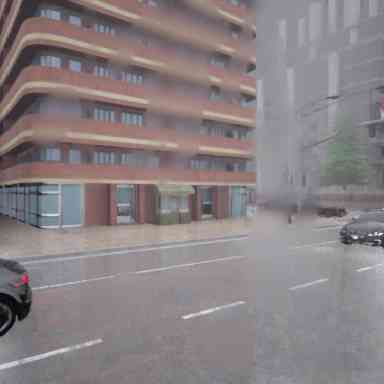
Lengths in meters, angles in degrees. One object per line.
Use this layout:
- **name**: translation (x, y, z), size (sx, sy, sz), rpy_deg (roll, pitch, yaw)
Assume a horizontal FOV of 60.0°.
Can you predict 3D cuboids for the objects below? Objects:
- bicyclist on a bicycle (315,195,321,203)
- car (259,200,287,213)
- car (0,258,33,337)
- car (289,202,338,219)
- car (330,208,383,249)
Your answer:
- **bicyclist on a bicycle**: translation (17.779, 1.301, 46.912), size (1.656, 1.620, 0.582), rpy_deg (0, 0, -36)
- **car**: translation (9.875, 1.600, 37.430), size (1.895, 1.301, 4.718), rpy_deg (0, 0, -36)
- **car**: translation (-4.690, 1.563, 4.927), size (4.181, 1.385, 1.994), rpy_deg (0, 0, -36)
- **car**: translation (11.278, 1.601, 29.609), size (1.895, 1.301, 4.718), rpy_deg (0, 0, -36)
- **car**: translation (8.259, 1.504, 14.282), size (4.892, 1.490, 1.837), rpy_deg (0, 1, -36)
